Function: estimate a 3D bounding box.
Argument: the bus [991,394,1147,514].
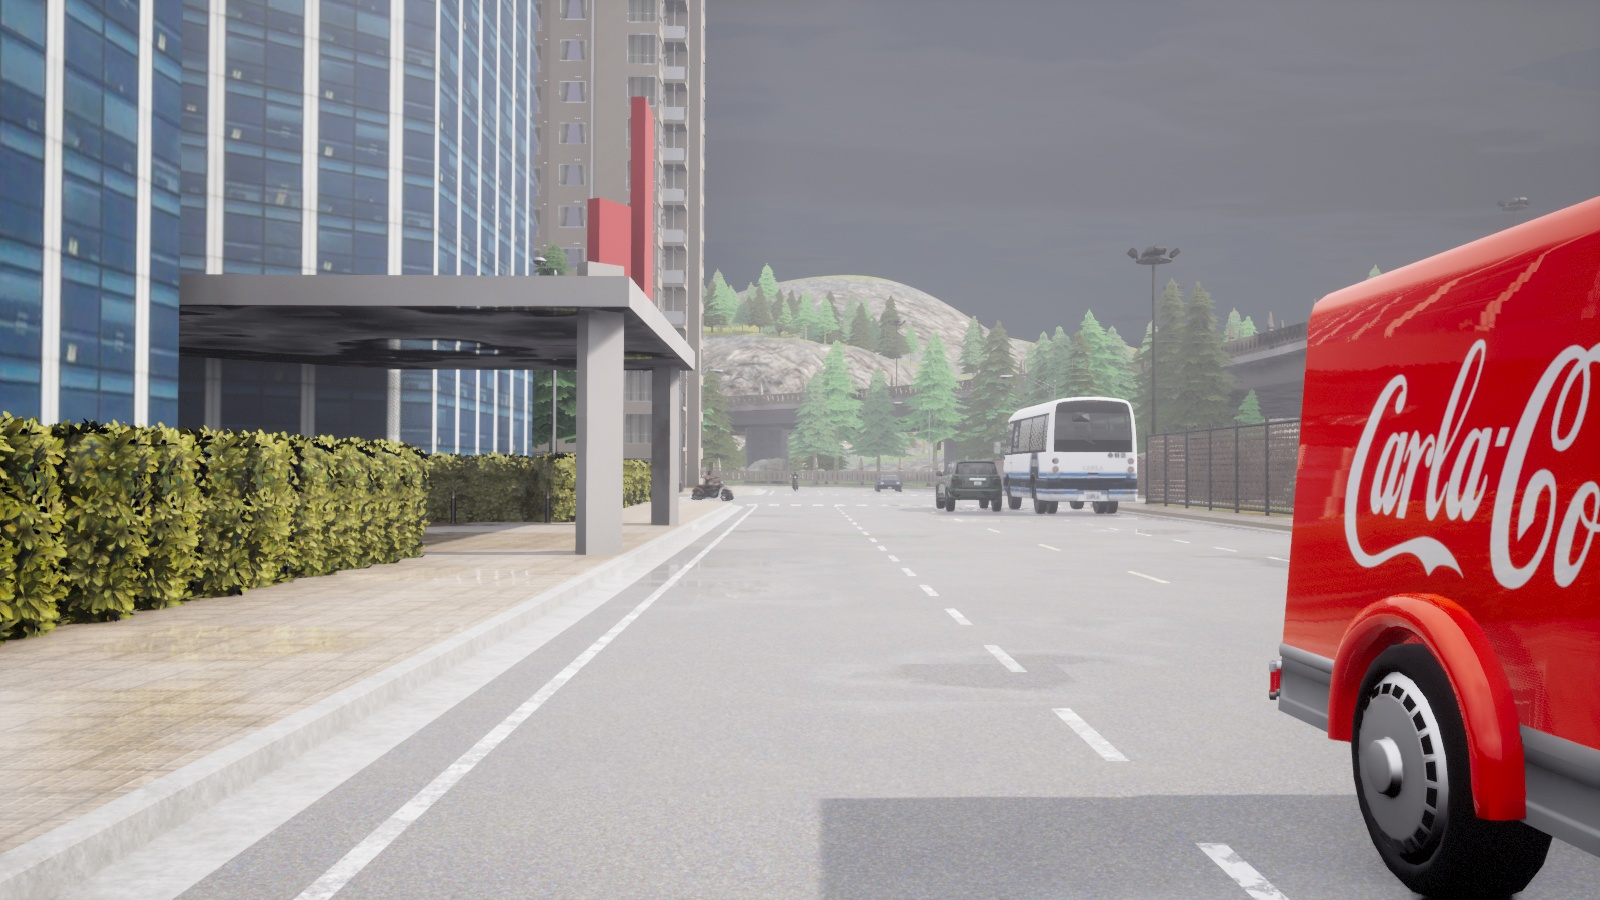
[{"bbox_3d":[10.362,0.232,49.859,3.944,4.253,10.273,0,-1,0],"label":"bus"}]

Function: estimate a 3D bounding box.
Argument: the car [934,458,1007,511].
[{"bbox_3d":[6.864,1.363,51.171,2.150,2.045,5.566,0,-1,0],"label":"car"}]

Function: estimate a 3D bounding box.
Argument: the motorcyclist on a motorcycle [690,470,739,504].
[{"bbox_3d":[-4.330,1.861,63.500,2.350,1.649,0.766,-1,1,23],"label":"motorcyclist on a motorcycle"}]

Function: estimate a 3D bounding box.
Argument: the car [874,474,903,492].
[{"bbox_3d":[6.740,2.499,96.156,1.895,1.301,4.718,0,-1,0],"label":"car"}]

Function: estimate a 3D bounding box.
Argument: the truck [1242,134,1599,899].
[{"bbox_3d":[3.488,0.373,3.519,2.627,2.467,5.204,0,-1,0],"label":"truck"}]
